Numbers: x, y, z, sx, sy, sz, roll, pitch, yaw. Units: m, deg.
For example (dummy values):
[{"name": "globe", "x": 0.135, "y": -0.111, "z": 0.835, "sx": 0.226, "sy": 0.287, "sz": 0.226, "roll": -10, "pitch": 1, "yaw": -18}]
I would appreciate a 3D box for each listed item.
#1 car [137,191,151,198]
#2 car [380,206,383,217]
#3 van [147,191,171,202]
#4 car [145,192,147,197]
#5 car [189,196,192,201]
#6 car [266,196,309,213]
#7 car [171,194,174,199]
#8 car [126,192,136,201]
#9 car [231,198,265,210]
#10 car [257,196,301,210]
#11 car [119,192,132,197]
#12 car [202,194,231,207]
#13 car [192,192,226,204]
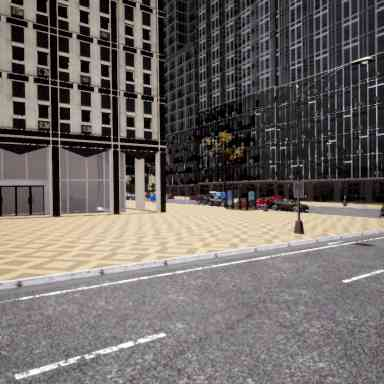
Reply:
[{"name": "car", "x": -11.859, "y": 0.686, "z": 81.840, "sx": 1.967, "sy": 1.590, "sz": 4.097, "roll": 0, "pitch": 1, "yaw": -35}, {"name": "car", "x": 17.840, "y": 1.485, "z": 27.394, "sx": 1.994, "sy": 1.385, "sz": 4.181, "roll": -1, "pitch": 1, "yaw": -25}, {"name": "van", "x": -5.846, "y": 0.937, "z": 58.369, "sx": 1.690, "sy": 1.788, "sz": 3.998, "roll": 0, "pitch": 1, "yaw": -35}, {"name": "car", "x": -8.631, "y": 0.615, "z": 77.161, "sx": 2.192, "sy": 1.841, "sz": 5.009, "roll": 0, "pitch": 1, "yaw": -35}, {"name": "car", "x": 1.052, "y": 1.043, "z": 63.129, "sx": 1.802, "sy": 1.307, "sz": 4.206, "roll": 0, "pitch": 1, "yaw": -35}, {"name": "car", "x": 10.185, "y": 1.424, "z": 34.907, "sx": 1.947, "sy": 1.339, "sz": 4.313, "roll": 0, "pitch": 1, "yaw": -35}, {"name": "car", "x": -5.403, "y": 0.936, "z": 72.486, "sx": 1.802, "sy": 1.307, "sz": 4.206, "roll": 0, "pitch": 1, "yaw": -35}, {"name": "car", "x": -12.301, "y": 1.040, "z": 67.728, "sx": 2.008, "sy": 1.369, "sz": 4.403, "roll": 0, "pitch": 1, "yaw": -35}, {"name": "car", "x": 6.971, "y": 1.388, "z": 39.597, "sx": 1.802, "sy": 1.307, "sz": 4.206, "roll": 0, "pitch": 1, "yaw": -35}, {"name": "car", "x": 10.282, "y": 1.258, "z": 39.541, "sx": 1.882, "sy": 1.535, "sz": 5.008, "roll": -1, "pitch": 1, "yaw": -35}, {"name": "car", "x": -18.313, "y": 0.689, "z": 91.198, "sx": 2.008, "sy": 1.369, "sz": 4.403, "roll": 0, "pitch": 1, "yaw": -35}, {"name": "car", "x": 3.792, "y": 1.320, "z": 44.308, "sx": 1.947, "sy": 1.339, "sz": 4.313, "roll": 0, "pitch": 1, "yaw": -35}, {"name": "car", "x": 2.495, "y": 1.161, "z": 50.849, "sx": 1.837, "sy": 1.490, "sz": 4.892, "roll": -1, "pitch": 1, "yaw": -34}]
